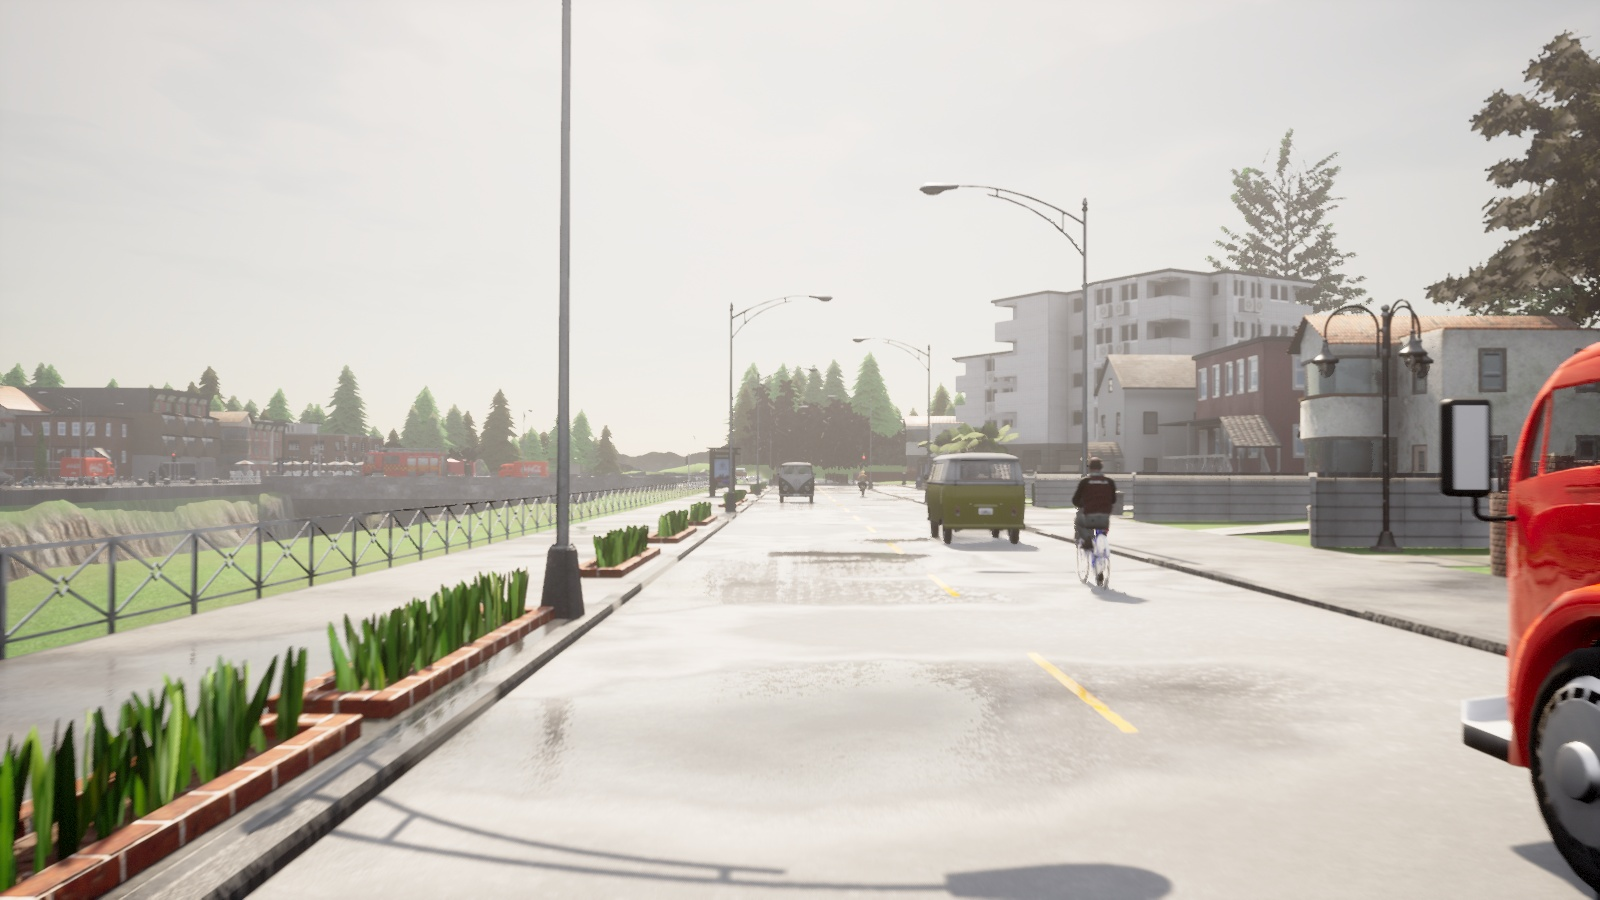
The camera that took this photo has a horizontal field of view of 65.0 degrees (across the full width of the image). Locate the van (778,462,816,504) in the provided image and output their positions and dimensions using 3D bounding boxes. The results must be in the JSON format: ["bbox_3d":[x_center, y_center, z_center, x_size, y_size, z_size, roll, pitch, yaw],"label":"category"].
[{"bbox_3d":[-0.153,1.605,61.953,1.775,1.987,4.442,0,-1,0],"label":"van"}]

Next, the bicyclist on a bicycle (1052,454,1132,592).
[{"bbox_3d":[3.954,0.956,17.138,0.659,1.776,1.843,0,-1,0],"label":"bicyclist on a bicycle"}]

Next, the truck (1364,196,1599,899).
[{"bbox_3d":[3.984,0.368,3.335,2.627,2.467,5.204,0,-1,0],"label":"truck"}]

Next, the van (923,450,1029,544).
[{"bbox_3d":[3.928,1.033,28.750,1.775,1.987,4.442,0,-1,0],"label":"van"}]
